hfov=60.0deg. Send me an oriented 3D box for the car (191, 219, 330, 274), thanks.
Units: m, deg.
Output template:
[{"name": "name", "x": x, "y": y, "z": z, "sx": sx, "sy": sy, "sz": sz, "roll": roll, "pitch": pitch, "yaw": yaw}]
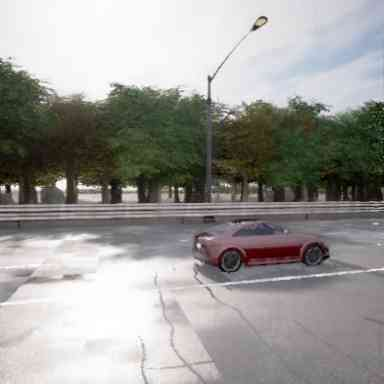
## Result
[{"name": "car", "x": 2.097, "y": 1.534, "z": 10.318, "sx": 4.181, "sy": 1.385, "sz": 1.994, "roll": 0, "pitch": 0, "yaw": -18}]
